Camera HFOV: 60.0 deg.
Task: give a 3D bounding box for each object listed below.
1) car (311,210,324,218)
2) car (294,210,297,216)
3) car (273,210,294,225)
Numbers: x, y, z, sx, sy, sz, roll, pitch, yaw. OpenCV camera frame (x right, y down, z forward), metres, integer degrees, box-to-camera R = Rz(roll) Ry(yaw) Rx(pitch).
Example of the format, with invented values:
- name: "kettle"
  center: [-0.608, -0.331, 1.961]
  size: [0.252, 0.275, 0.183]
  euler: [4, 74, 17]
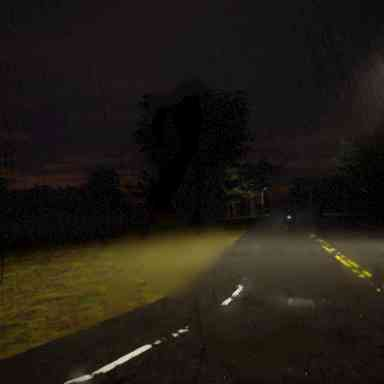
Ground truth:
- name: "car"
  center: [24.020, 4.225, 63.763]
  size: [2.128, 1.511, 4.902]
  euler: [-2, -3, 14]
- name: "car"
  center: [24.426, 5.167, 80.538]
  size: [1.837, 1.490, 4.892]
  euler: [-2, -3, 19]
- name: "car"
  center: [11.288, 3.129, 41.642]
  size: [2.097, 1.767, 4.553]
  euler: [-2, -3, 14]
